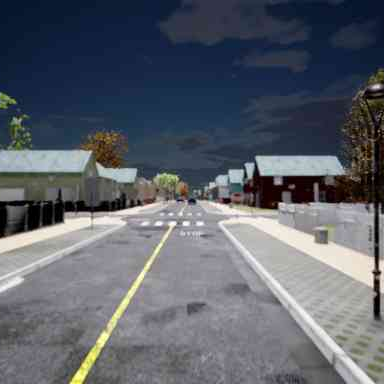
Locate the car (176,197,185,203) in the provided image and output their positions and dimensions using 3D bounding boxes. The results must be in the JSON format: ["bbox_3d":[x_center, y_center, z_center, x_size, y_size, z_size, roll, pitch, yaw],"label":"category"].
[{"bbox_3d":[-2.733,1.778,79.331,2.033,1.411,5.357,0,-1,0],"label":"car"}]

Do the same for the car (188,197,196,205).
[{"bbox_3d":[0.015,2.059,74.737,1.837,1.490,4.892,0,-1,0],"label":"car"}]

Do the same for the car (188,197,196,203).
[{"bbox_3d":[0.018,2.053,85.159,1.812,1.442,4.674,0,-1,0],"label":"car"}]
